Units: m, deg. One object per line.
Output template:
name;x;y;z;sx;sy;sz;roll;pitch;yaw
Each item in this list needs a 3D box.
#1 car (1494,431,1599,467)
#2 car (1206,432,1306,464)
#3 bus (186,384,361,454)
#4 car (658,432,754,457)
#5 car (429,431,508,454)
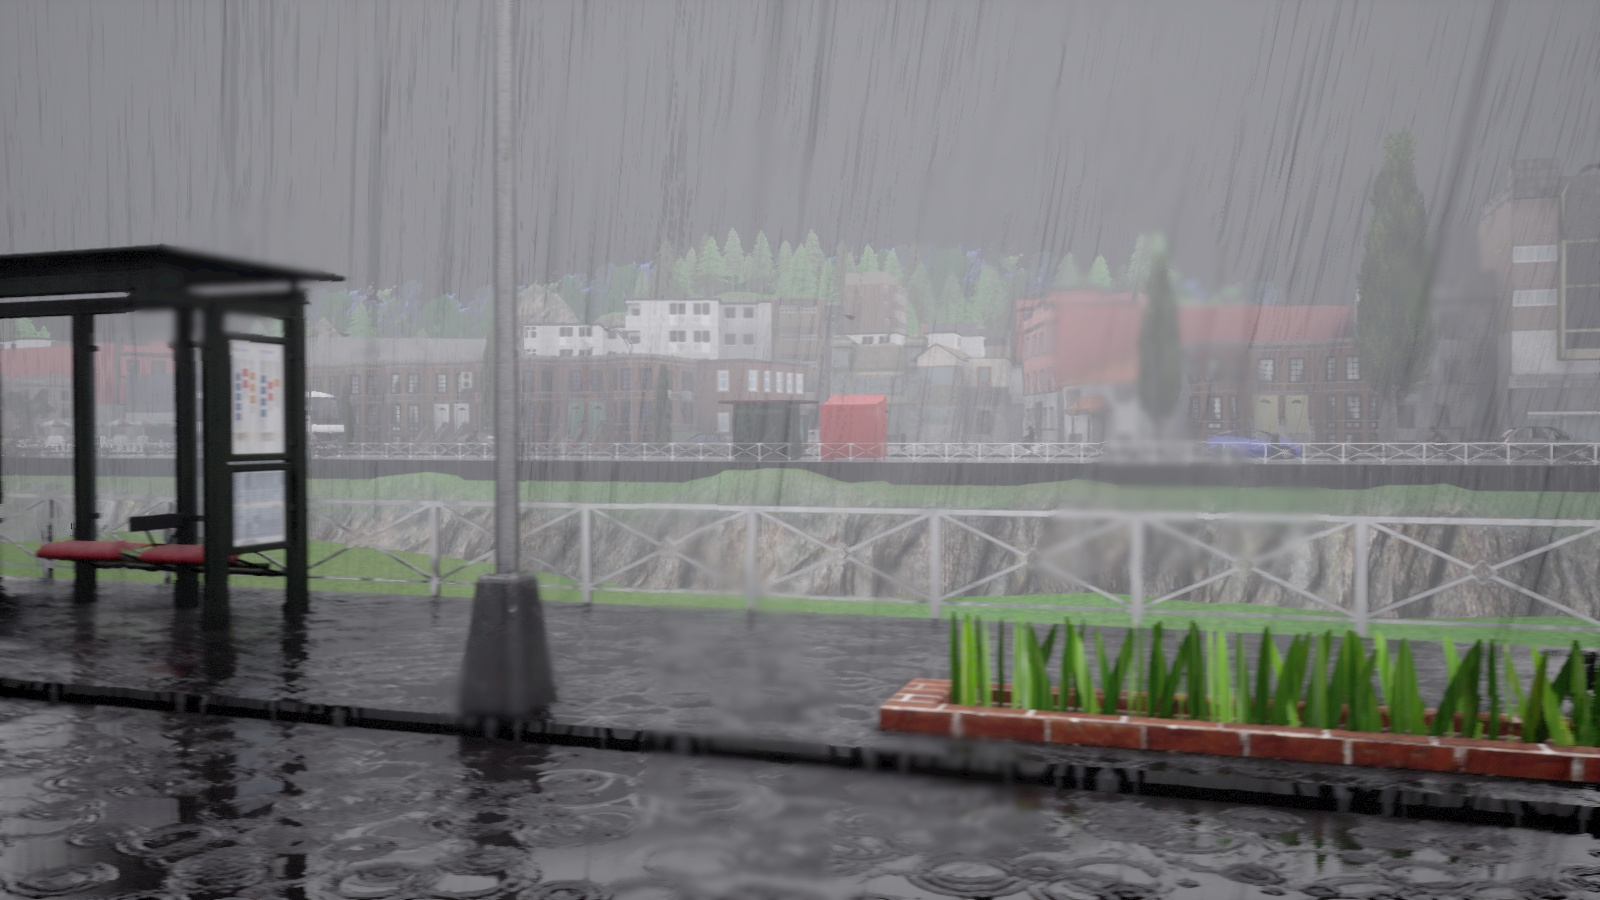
car;34.125;-0.065;57.347;3.988;1.617;1.851;1;1;19
car;22.237;-0.125;61.343;4.514;1.525;2.007;1;1;19
bus;-33.563;-1.959;80.077;10.273;4.253;3.944;1;1;19
car;-5.589;-0.347;74.916;5.357;1.411;2.033;1;1;19
car;-21.144;-0.511;80.144;4.674;1.442;1.812;1;1;19
